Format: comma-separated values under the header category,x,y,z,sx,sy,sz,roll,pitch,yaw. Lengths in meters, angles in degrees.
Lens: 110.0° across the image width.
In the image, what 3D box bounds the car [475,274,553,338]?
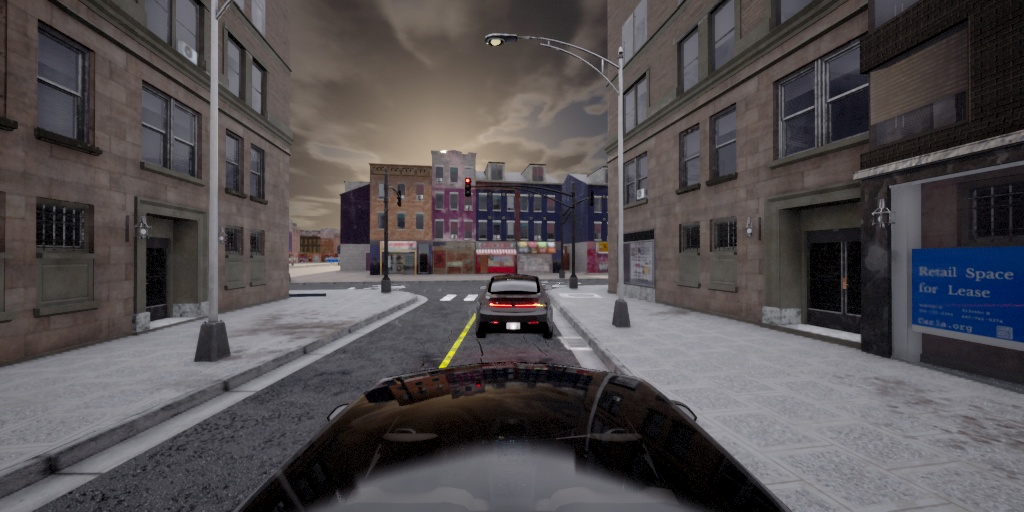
category,x,y,z,sx,sy,sz,roll,pitch,yaw
car,0.098,1.255,10.137,1.837,1.490,4.892,0,0,2
